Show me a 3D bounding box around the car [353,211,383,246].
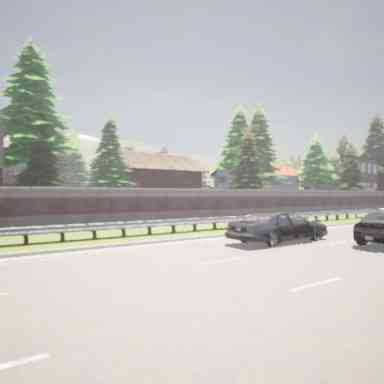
[{"bbox_3d":[8.881,1.573,14.380,4.892,1.490,1.837,0,0,-36],"label":"car"}]

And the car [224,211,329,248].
[{"bbox_3d":[3.965,1.601,15.171,5.357,1.411,2.033,0,0,-35],"label":"car"}]
